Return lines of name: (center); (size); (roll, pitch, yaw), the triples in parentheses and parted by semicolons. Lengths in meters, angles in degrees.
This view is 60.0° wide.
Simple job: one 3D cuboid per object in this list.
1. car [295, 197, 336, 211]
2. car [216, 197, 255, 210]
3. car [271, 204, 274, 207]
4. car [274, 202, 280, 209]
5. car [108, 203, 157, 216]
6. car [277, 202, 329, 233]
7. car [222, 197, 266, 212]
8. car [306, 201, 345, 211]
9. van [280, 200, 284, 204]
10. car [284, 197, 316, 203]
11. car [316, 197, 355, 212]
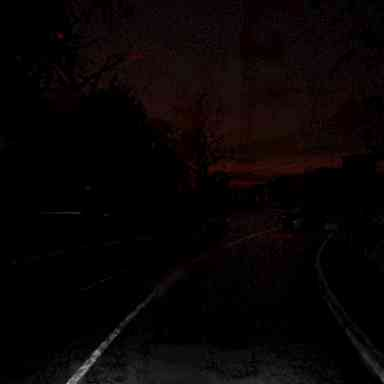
car: (19.079, 1.845, 51.535); (5.566, 2.045, 2.435); (0, -2, -7)
car: (6.754, 1.782, 51.662); (5.566, 2.045, 2.435); (0, -1, -7)
car: (17.807, 2.455, 63.604); (5.366, 1.575, 1.946); (0, -2, -7)
car: (17.947, 2.230, 60.687); (4.553, 1.767, 2.185); (0, -2, -7)
car: (-6.163, 1.745, 34.522); (4.718, 1.301, 1.895); (0, 0, 5)
car: (7.168, 1.632, 21.098); (1.882, 1.535, 5.008); (0, 0, 30)
car: (7.442, 1.661, 46.244); (5.566, 2.045, 2.435); (0, -1, -7)
car: (19.469, 2.033, 48.638); (5.008, 1.535, 2.097); (0, -1, -7)
van: (18.232, 2.037, 57.667); (4.442, 1.987, 1.878); (0, -2, -7)
car: (12.447, 1.675, 38.726); (2.097, 1.767, 4.553); (0, -1, 7)
car: (19.826, 1.843, 45.627); (4.553, 1.767, 2.185); (0, -1, -7)
